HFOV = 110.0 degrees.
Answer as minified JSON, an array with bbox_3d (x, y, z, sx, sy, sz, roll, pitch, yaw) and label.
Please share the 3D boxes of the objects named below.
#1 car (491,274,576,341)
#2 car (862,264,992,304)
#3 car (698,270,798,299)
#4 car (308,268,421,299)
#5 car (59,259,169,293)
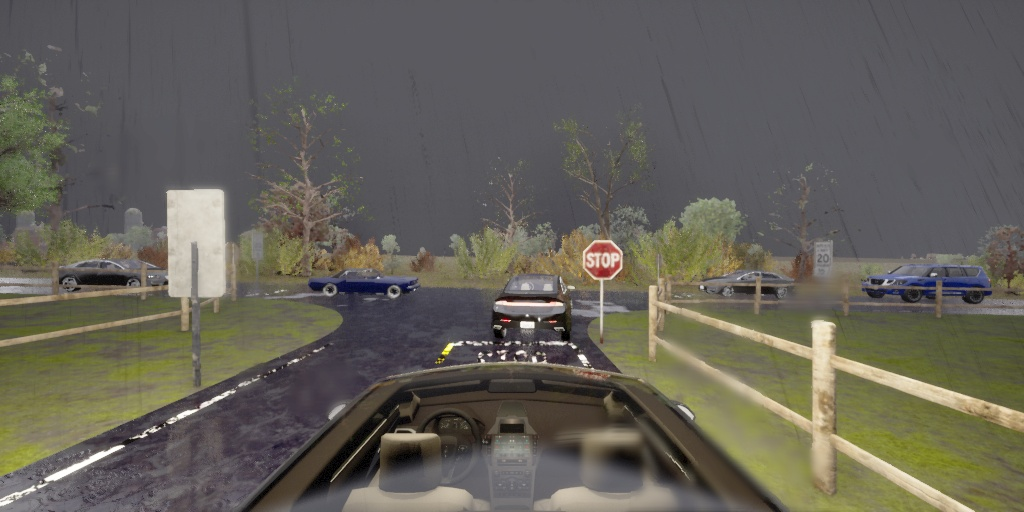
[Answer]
[{"bbox_3d":[0.709,1.240,9.956,2.128,1.511,4.902,0,0,9],"label":"car"},{"bbox_3d":[22.904,1.466,19.899,5.566,2.045,2.150,1,1,0],"label":"car"},{"bbox_3d":[13.008,1.525,19.912,4.902,1.511,2.128,1,1,0],"label":"car"},{"bbox_3d":[-6.818,1.248,16.989,4.718,1.301,1.895,1,1,0],"label":"car"},{"bbox_3d":[-18.486,0.885,17.008,4.902,1.511,2.128,1,1,0],"label":"car"}]
